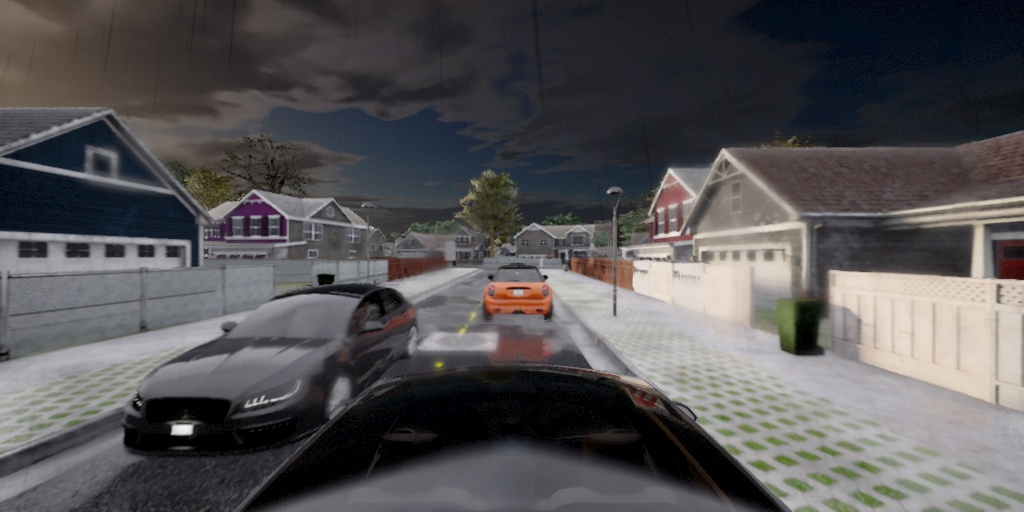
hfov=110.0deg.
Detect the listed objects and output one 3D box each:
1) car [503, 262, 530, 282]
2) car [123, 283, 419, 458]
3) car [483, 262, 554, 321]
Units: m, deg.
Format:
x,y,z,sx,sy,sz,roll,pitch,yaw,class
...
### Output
x,y,z,sx,sy,sz,roll,pitch,yaw,class
0.390,1.230,28.682,1.994,1.385,4.181,0,0,1,car
-2.818,1.240,5.520,1.837,1.490,4.892,0,0,1,car
0.211,1.067,12.428,2.097,1.767,4.553,0,0,1,car
